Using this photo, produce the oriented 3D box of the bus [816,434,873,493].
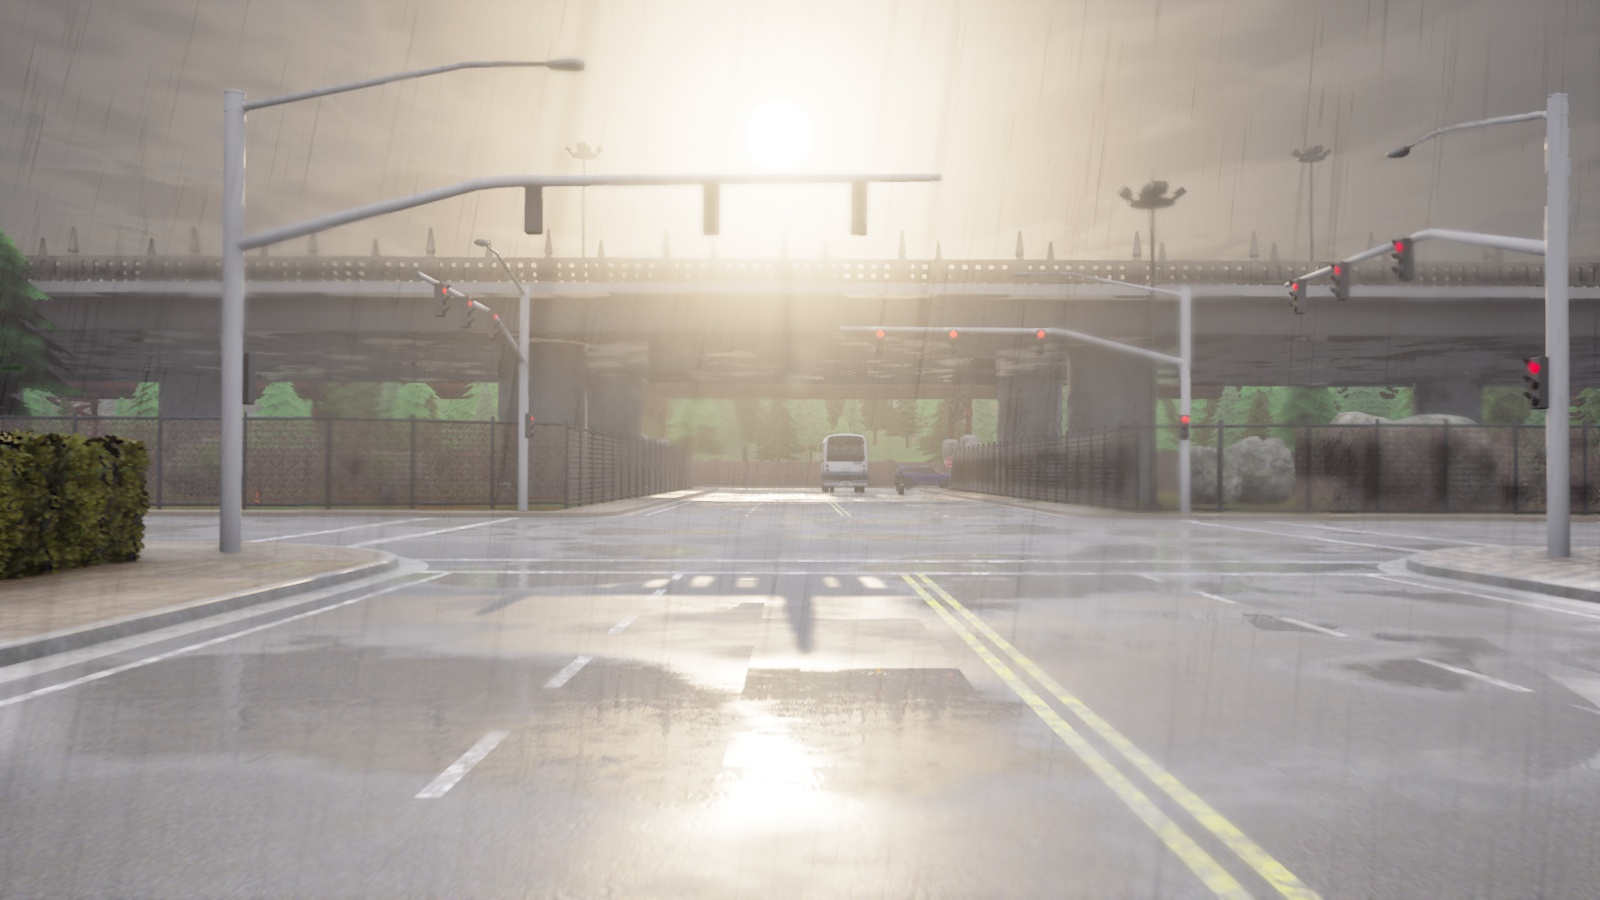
[{"bbox_3d":[3.265,1.018,95.167,3.944,4.253,10.273,0,-1,0],"label":"bus"}]
